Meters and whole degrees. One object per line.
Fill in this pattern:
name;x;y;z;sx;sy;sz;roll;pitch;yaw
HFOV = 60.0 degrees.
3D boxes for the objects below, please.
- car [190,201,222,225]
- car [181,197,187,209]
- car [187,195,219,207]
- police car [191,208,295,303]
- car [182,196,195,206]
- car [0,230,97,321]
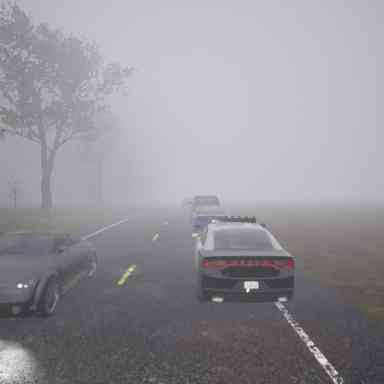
car;0.979;1.486;18.317;1.882;1.535;5.008;0;0;0
car;-0.372;1.389;45.826;2.097;1.767;4.553;0;0;0
car;0.930;1.237;24.354;2.150;2.045;5.566;0;0;-1
police car;1.033;1.428;8.418;1.930;1.638;5.238;0;0;0
car;-0.643;1.546;58.875;2.128;1.511;4.902;0;0;-1
car;-3.524;1.566;7.275;1.994;1.385;4.181;0;0;0
